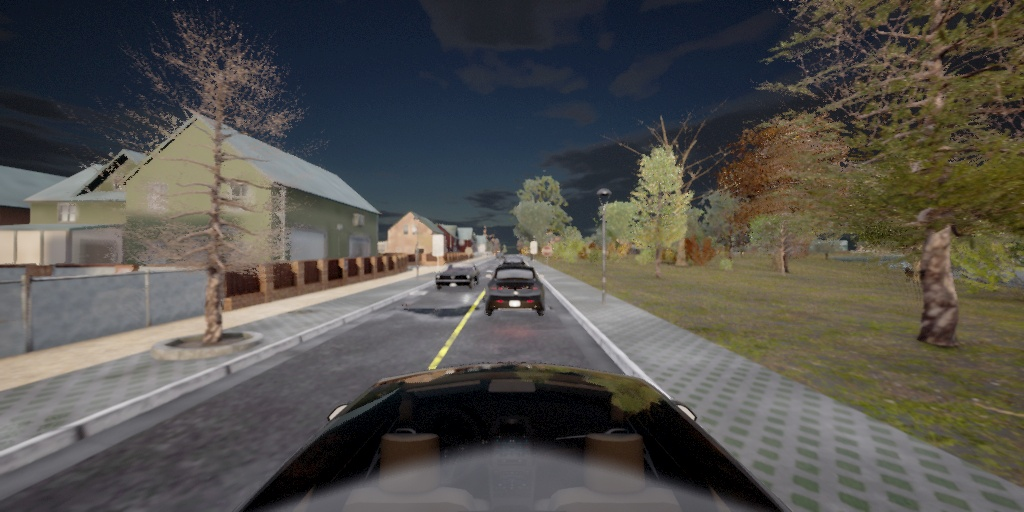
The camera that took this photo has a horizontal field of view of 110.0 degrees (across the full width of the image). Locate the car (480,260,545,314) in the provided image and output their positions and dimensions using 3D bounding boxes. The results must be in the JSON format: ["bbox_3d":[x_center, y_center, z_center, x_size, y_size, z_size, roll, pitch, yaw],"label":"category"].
[{"bbox_3d":[0.102,1.052,12.603,1.837,1.490,4.892,0,1,0],"label":"car"}]

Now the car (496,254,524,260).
[{"bbox_3d":[0.128,0.800,25.802,2.128,1.511,4.902,0,1,1],"label":"car"}]

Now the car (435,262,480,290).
[{"bbox_3d":[-2.788,1.026,19.220,1.895,1.301,4.718,0,1,0],"label":"car"}]
